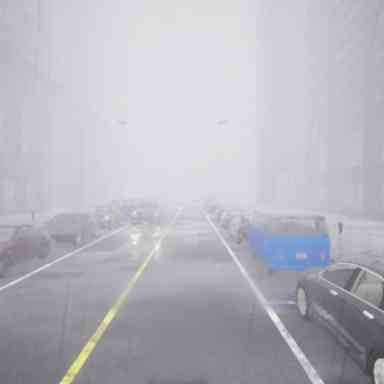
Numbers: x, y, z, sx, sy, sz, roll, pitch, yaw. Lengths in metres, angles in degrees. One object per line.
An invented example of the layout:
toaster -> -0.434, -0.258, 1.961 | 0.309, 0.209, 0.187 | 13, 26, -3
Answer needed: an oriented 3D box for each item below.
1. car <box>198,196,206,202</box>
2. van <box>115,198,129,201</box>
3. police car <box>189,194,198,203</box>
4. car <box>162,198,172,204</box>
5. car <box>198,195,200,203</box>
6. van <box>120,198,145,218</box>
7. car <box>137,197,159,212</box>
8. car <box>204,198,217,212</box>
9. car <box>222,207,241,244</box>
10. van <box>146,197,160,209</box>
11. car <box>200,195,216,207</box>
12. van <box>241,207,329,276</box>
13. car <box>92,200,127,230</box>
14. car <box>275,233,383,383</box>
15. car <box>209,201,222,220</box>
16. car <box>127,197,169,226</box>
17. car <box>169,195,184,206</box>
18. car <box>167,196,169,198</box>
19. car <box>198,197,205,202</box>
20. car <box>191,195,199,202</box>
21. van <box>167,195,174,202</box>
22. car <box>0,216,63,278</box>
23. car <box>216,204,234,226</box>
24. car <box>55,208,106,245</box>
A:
car -> 2.728, 1.936, 89.136 | 1.967, 1.590, 4.097 | 0, 0, 0
van -> -5.775, 1.476, 27.120 | 1.690, 1.788, 3.998 | 0, 0, 0
police car -> 0.871, 1.860, 79.288 | 1.930, 1.638, 5.238 | 0, 0, 0
car -> -5.793, 1.992, 77.847 | 1.947, 1.339, 4.313 | 0, 0, 0
car -> 2.734, 1.917, 72.397 | 1.752, 1.417, 4.829 | 0, 0, 0
van -> -5.777, 1.506, 32.756 | 1.690, 1.788, 3.998 | 0, 0, 0
car -> -5.781, 1.541, 44.029 | 2.192, 1.841, 5.009 | 0, 0, 0
car -> 2.747, 1.740, 38.410 | 1.887, 1.381, 4.507 | 0, 0, 0
car -> 2.755, 1.627, 15.865 | 2.008, 1.369, 4.403 | 0, 0, 0
van -> -5.783, 1.599, 49.665 | 1.690, 1.788, 3.998 | 0, 0, 0
car -> 2.742, 1.572, 49.683 | 2.192, 1.841, 5.009 | 0, 0, 0
van -> 2.757, 1.390, 10.230 | 1.690, 1.788, 3.998 | 0, 0, 0
car -> -5.772, 1.545, 21.483 | 1.967, 1.590, 4.097 | 0, 0, 0
car -> 2.759, 1.573, 4.593 | 2.008, 1.369, 4.403 | 0, 0, 0
car -> 2.751, 1.685, 27.138 | 2.008, 1.369, 4.403 | 0, 0, 0
car -> -3.108, 1.472, 24.278 | 2.097, 1.767, 4.553 | 0, 0, 0
car -> -3.045, 1.867, 64.647 | 1.812, 1.442, 4.674 | 0, 0, 1
car -> -5.789, 1.901, 66.574 | 1.887, 1.381, 4.507 | 0, 0, 0
car -> 2.726, 2.058, 94.942 | 1.752, 1.417, 4.829 | 0, 0, 0
car -> 0.824, 1.757, 95.210 | 2.150, 2.045, 5.566 | 0, 0, 0
van -> -5.798, 1.837, 89.122 | 1.690, 1.788, 3.998 | 0, 0, 0
car -> -5.768, 1.631, 10.210 | 1.802, 1.307, 4.206 | 0, 0, 0
car -> 2.753, 1.687, 21.502 | 1.802, 1.307, 4.206 | 0, 0, 0
car -> -5.770, 1.643, 15.846 | 1.947, 1.339, 4.313 | 0, 0, 0
